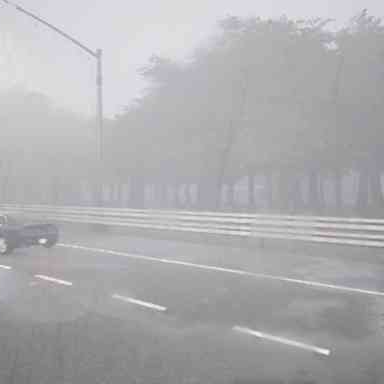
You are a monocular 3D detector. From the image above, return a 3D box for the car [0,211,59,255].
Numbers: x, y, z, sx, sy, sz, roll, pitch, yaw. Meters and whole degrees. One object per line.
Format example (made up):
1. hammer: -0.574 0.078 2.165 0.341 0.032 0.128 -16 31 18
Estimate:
1. car: -7.356 1.528 13.426 4.892 1.490 1.837 0 0 36
